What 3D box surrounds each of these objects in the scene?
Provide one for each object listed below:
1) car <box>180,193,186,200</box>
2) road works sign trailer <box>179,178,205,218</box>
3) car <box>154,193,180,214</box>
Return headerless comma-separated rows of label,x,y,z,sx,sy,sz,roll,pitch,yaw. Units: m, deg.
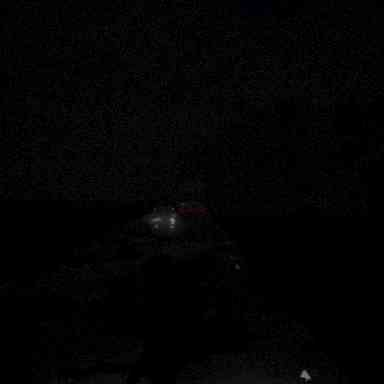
car,-2.731,1.298,78.594,2.150,2.045,5.566,0,0,0
road works sign trailer,-0.011,0.522,30.883,2.380,3.560,2.880,0,0,0
car,-2.838,1.293,36.408,2.150,2.045,5.566,0,0,0
